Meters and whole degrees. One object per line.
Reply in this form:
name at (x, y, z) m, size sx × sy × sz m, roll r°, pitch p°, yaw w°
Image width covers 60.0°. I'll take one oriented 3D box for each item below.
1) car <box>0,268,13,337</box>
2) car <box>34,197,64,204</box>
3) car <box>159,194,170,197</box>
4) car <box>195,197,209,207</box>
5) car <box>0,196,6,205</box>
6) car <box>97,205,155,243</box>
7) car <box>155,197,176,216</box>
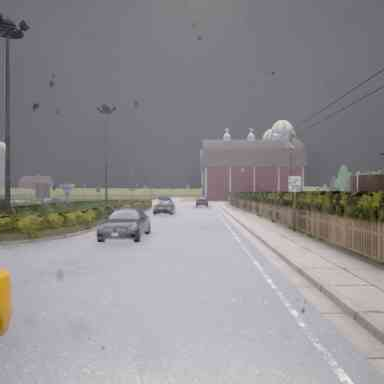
car at (-3.556, 1.478, 2.720) m, size 1.882 × 1.535 × 5.008 m, roll 0°, pitch 0°, yaw 2°
car at (-19.127, 1.511, 44.786) m, size 1.837 × 1.490 × 4.892 m, roll 0°, pitch 0°, yaw 19°
car at (-6.996, 1.331, 83.534) m, size 2.097 × 1.767 × 4.553 m, roll 0°, pitch 0°, yaw -21°
car at (1.529, 1.505, 50.914) m, size 1.837 × 1.490 × 4.892 m, roll 0°, pitch 0°, yaw 2°
car at (-24.858, 1.310, 40.143) m, size 4.605 × 1.855 × 1.932 m, roll 0°, pitch 0°, yaw 1°
car at (-3.166, 1.526, 16.258) m, size 1.812 × 1.442 × 4.674 m, roll 0°, pitch 0°, yaw 2°
car at (-2.643, 1.547, 32.839) m, size 2.033 × 1.411 × 5.357 m, roll 0°, pitch 0°, yaw 2°
